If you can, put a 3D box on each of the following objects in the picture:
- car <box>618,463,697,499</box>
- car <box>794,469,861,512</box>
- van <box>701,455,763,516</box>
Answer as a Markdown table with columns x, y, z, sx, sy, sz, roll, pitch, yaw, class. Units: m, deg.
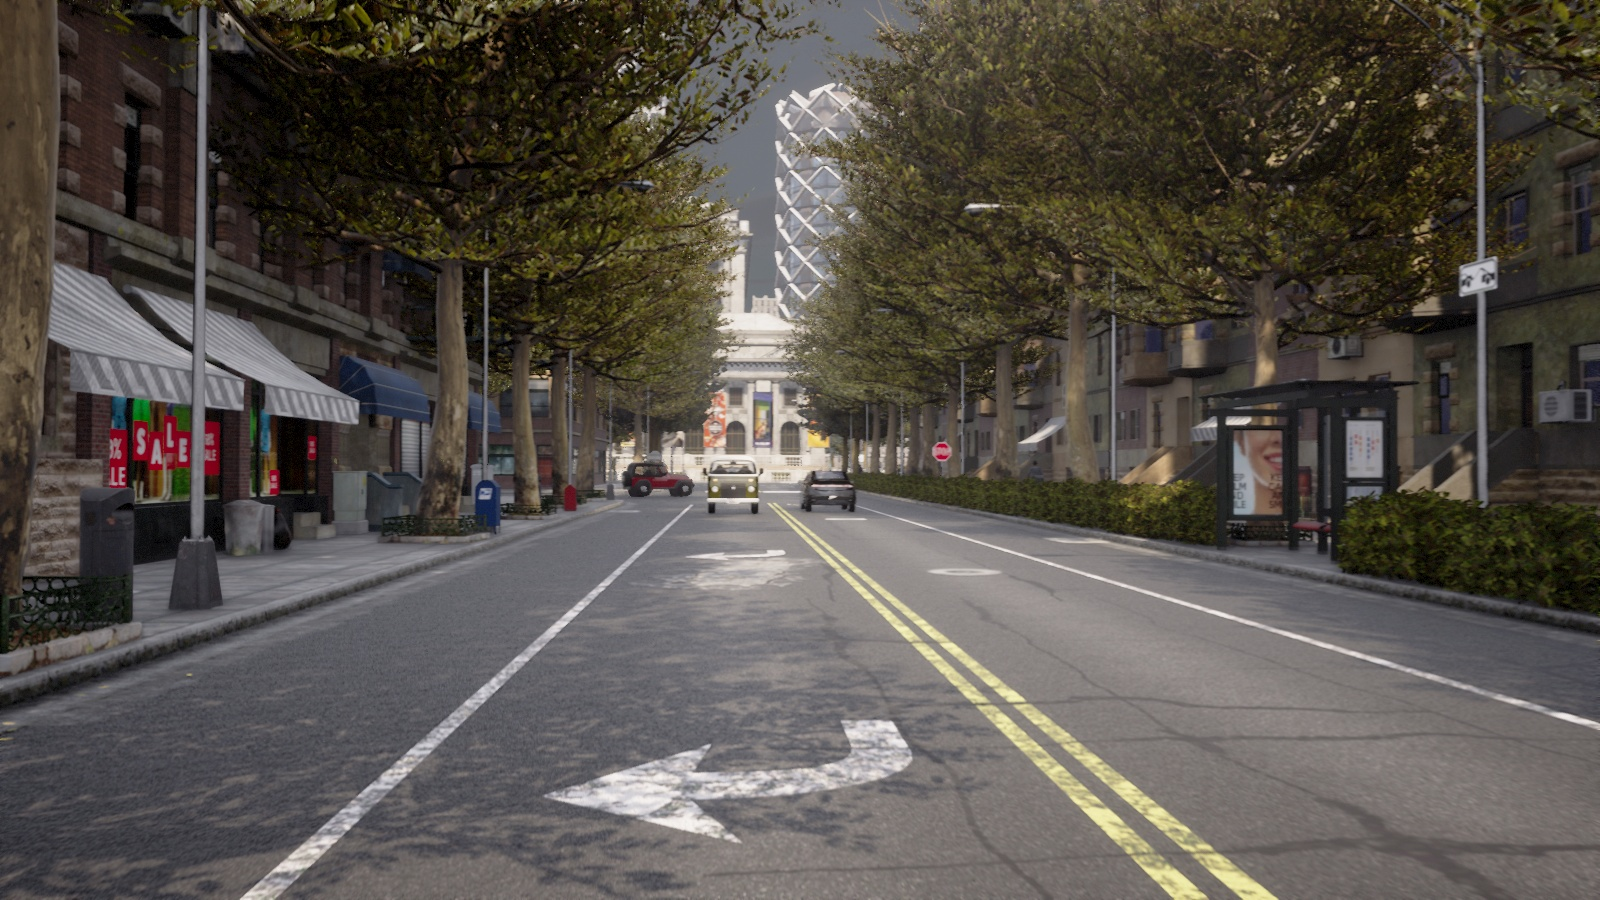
| x | y | z | sx | sy | sz | roll | pitch | yaw | class |
| --- | --- | --- | --- | --- | --- | --- | --- | --- | --- |
| -7.758 | 1.675 | 68.426 | 3.866 | 1.878 | 1.905 | 0 | -1 | -23 | car |
| 0.972 | 1.470 | 46.795 | 2.128 | 1.511 | 4.902 | 0 | -1 | -3 | car |
| -2.380 | 1.210 | 44.004 | 2.069 | 2.038 | 4.480 | 0 | -1 | -3 | van |
